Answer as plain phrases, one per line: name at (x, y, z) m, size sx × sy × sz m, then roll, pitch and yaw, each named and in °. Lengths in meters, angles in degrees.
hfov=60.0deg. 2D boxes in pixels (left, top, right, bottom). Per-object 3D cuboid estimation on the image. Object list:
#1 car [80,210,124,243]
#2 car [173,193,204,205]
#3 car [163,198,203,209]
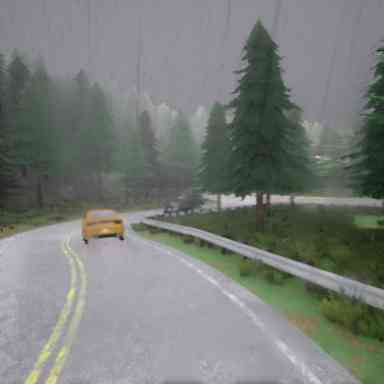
car at (-4.754, 1.665, 17.496) m, size 1.882 × 1.535 × 5.008 m, roll -3°, pitch 0°, yaw -19°
car at (-0.962, 1.164, 41.100) m, size 5.566 × 2.045 × 2.150 m, roll -2°, pitch 4°, yaw -43°
car at (-1.106, 1.744, 36.224) m, size 1.994 × 1.385 × 4.181 m, roll 2°, pitch 3°, yaw 39°
